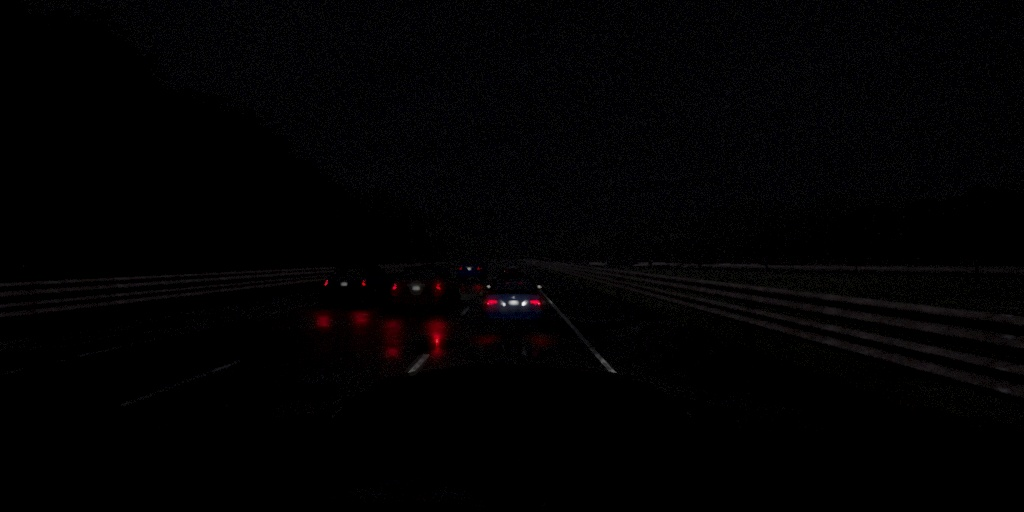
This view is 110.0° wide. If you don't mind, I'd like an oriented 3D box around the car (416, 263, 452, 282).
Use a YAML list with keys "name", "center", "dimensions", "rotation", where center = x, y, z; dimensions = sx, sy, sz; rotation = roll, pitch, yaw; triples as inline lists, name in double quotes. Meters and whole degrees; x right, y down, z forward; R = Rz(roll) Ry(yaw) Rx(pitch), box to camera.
- name: "car"
  center: [-6.910, 1.432, 32.405]
  dimensions: [2.128, 1.511, 4.902]
  rotation: [0, 0, 0]

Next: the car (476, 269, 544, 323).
- name: "car"
  center: [0.068, 1.360, 12.457]
  dimensions: [2.033, 1.411, 5.357]
  rotation: [0, 0, 0]

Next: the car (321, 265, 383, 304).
- name: "car"
  center: [-6.915, 1.193, 16.916]
  dimensions: [2.097, 1.767, 4.553]
  rotation: [0, 0, 0]

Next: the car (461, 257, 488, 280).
- name: "car"
  center: [-3.411, 1.154, 31.449]
  dimensions: [2.150, 2.045, 5.566]
  rotation: [0, -1, 0]

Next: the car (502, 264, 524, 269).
- name: "car"
  center: [0.092, 1.471, 33.321]
  dimensions: [1.812, 1.442, 4.674]
  rotation: [0, 0, 0]

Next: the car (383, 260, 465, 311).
- name: "car"
  center: [-3.422, 1.181, 14.959]
  dimensions: [2.097, 1.767, 4.553]
  rotation: [0, 0, 0]
